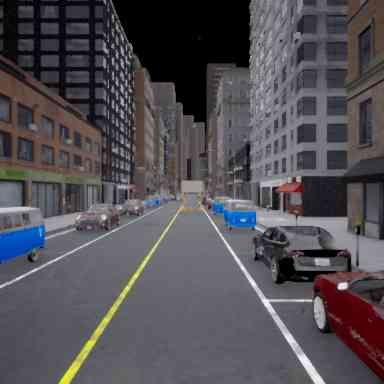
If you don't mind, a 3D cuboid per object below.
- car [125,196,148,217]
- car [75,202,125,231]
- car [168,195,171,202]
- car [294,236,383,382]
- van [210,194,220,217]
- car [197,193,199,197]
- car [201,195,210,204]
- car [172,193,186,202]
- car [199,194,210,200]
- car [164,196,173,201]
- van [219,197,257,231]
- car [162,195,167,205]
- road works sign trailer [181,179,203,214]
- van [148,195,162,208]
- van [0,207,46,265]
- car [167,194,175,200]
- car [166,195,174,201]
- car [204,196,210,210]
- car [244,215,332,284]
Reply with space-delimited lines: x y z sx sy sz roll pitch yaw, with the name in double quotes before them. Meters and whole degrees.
"car" -5.669 1.435 31.362 1.967 1.590 4.097 0 0 0
"car" -5.670 1.437 20.359 1.967 1.590 4.097 0 0 0
"car" -5.669 1.558 64.370 1.947 1.339 4.313 0 0 0
"car" 2.856 1.544 3.855 1.887 1.381 4.507 0 0 0
"van" 2.856 1.336 31.362 1.690 1.788 3.998 0 0 0
"car" 2.855 1.545 80.874 2.008 1.369 4.403 0 0 0
"car" 2.856 1.573 53.367 1.802 1.307 4.206 0 0 0
"car" -3.000 1.492 76.740 2.128 1.511 4.902 0 0 0
"car" 2.855 1.306 58.868 2.192 1.841 5.009 0 0 0
"car" -5.670 1.561 80.874 1.947 1.339 4.313 0 0 0
"van" 2.856 1.338 20.359 1.690 1.788 3.998 0 0 0
"car" -5.670 1.542 53.367 2.008 1.369 4.403 0 0 0
"road works sign trailer" 0.000 0.458 35.040 2.380 3.560 2.880 0 0 0
"van" -5.670 1.333 47.867 1.690 1.788 3.998 0 0 0
"van" -5.670 1.339 9.356 1.690 1.788 3.998 0 0 0
"car" -5.670 1.438 91.877 1.967 1.590 4.097 0 0 0
"car" -5.670 1.578 86.375 1.802 1.307 4.206 0 0 0
"car" 2.856 1.575 42.365 1.802 1.307 4.206 0 0 0
"car" 2.856 1.564 9.356 1.947 1.339 4.313 0 0 0
